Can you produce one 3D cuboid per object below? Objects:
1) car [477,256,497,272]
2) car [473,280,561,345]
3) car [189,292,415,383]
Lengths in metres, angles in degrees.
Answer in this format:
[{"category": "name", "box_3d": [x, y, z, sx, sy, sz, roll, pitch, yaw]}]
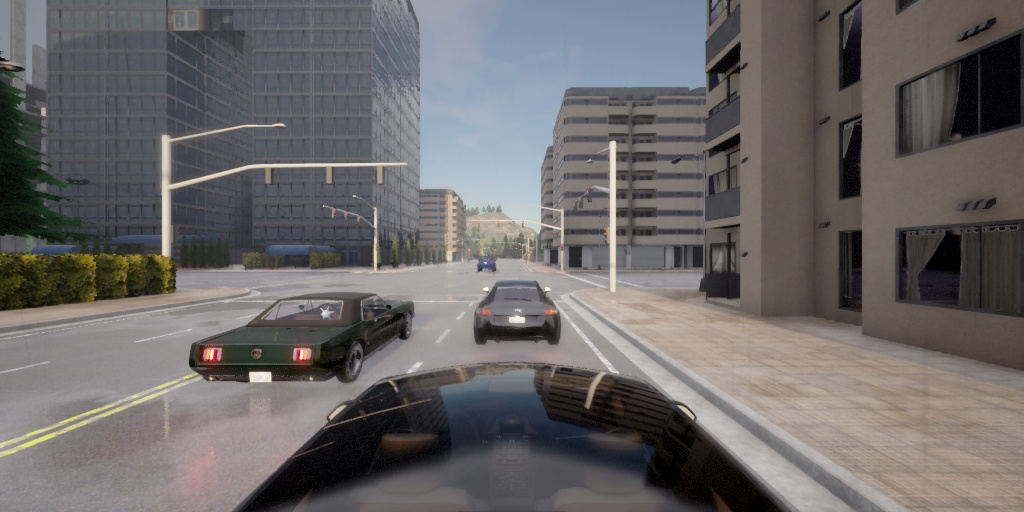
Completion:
[{"category": "car", "box_3d": [-3.211, 0.971, 46.300, 2.150, 2.045, 5.566, 0, 0, 0]}, {"category": "car", "box_3d": [0.130, 1.314, 9.545, 1.994, 1.385, 4.181, 0, 0, 1]}, {"category": "car", "box_3d": [-3.381, 1.351, 7.067, 1.895, 1.301, 4.718, 0, 0, 0]}]
